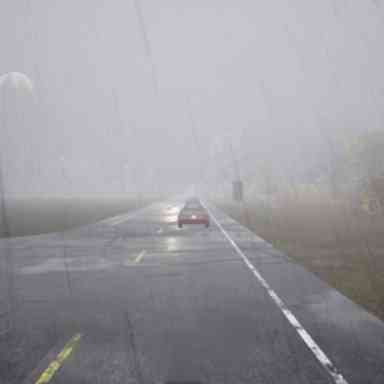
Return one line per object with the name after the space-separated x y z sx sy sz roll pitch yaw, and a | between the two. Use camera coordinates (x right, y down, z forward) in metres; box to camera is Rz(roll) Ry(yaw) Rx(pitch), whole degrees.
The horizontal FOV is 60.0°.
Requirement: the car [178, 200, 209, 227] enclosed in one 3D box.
0.102 1.470 22.020 1.994 1.385 4.181 0 0 0 | car

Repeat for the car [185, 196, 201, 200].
0.105 1.304 43.619 2.128 1.511 4.902 0 0 0 | car
